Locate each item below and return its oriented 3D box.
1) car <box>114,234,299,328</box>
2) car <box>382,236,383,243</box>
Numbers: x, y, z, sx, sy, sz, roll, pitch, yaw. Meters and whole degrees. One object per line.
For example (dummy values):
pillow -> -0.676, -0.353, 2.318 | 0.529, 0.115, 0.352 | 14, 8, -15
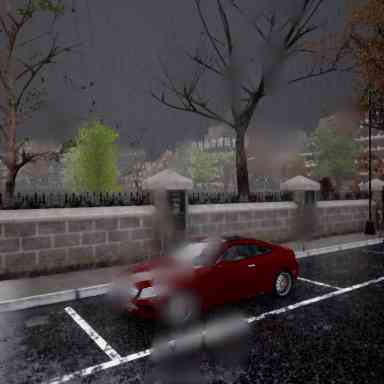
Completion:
car -> 0.505, 1.581, 6.929 | 4.206, 1.307, 1.802 | 0, 0, -36
car -> 9.372, 1.525, 13.267 | 4.829, 1.417, 1.752 | 0, 0, -36
